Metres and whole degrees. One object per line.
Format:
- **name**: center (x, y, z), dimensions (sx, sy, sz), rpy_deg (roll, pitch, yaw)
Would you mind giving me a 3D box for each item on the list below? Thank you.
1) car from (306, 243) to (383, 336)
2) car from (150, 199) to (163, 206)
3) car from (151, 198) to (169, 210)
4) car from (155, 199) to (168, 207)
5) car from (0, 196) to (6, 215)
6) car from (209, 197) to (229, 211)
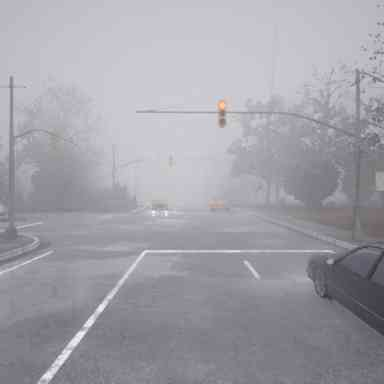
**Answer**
- **car**: center (3.593, 1.546, 5.367), dimensions (2.033, 1.411, 5.357), rpy_deg (0, 0, 0)
- **car**: center (-7.409, 2.095, 69.004), dimensions (2.033, 1.411, 5.357), rpy_deg (0, -1, -13)
- **car**: center (-4.138, 1.549, 43.881), dimensions (1.882, 1.535, 5.008), rpy_deg (0, -1, -3)
- **car**: center (-5.136, 1.797, 55.578), dimensions (2.033, 1.411, 5.357), rpy_deg (0, -1, -7)
- **car**: center (-18.085, 1.315, 26.714), dimensions (5.566, 2.045, 2.150), rpy_deg (-1, 0, -5)
- **car**: center (3.229, 1.392, 40.863), dimensions (2.097, 1.767, 4.553), rpy_deg (0, 0, -2)
